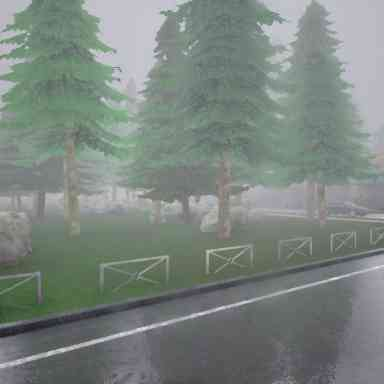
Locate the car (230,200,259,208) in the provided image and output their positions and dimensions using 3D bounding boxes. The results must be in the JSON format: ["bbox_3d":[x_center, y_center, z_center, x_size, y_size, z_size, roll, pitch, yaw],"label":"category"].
[{"bbox_3d":[7.062,1.517,45.533,2.097,1.767,4.553,0,0,-33],"label":"car"}]

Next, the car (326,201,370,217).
[{"bbox_3d":[15.288,1.667,33.564,1.837,1.490,4.892,0,0,-35],"label":"car"}]
